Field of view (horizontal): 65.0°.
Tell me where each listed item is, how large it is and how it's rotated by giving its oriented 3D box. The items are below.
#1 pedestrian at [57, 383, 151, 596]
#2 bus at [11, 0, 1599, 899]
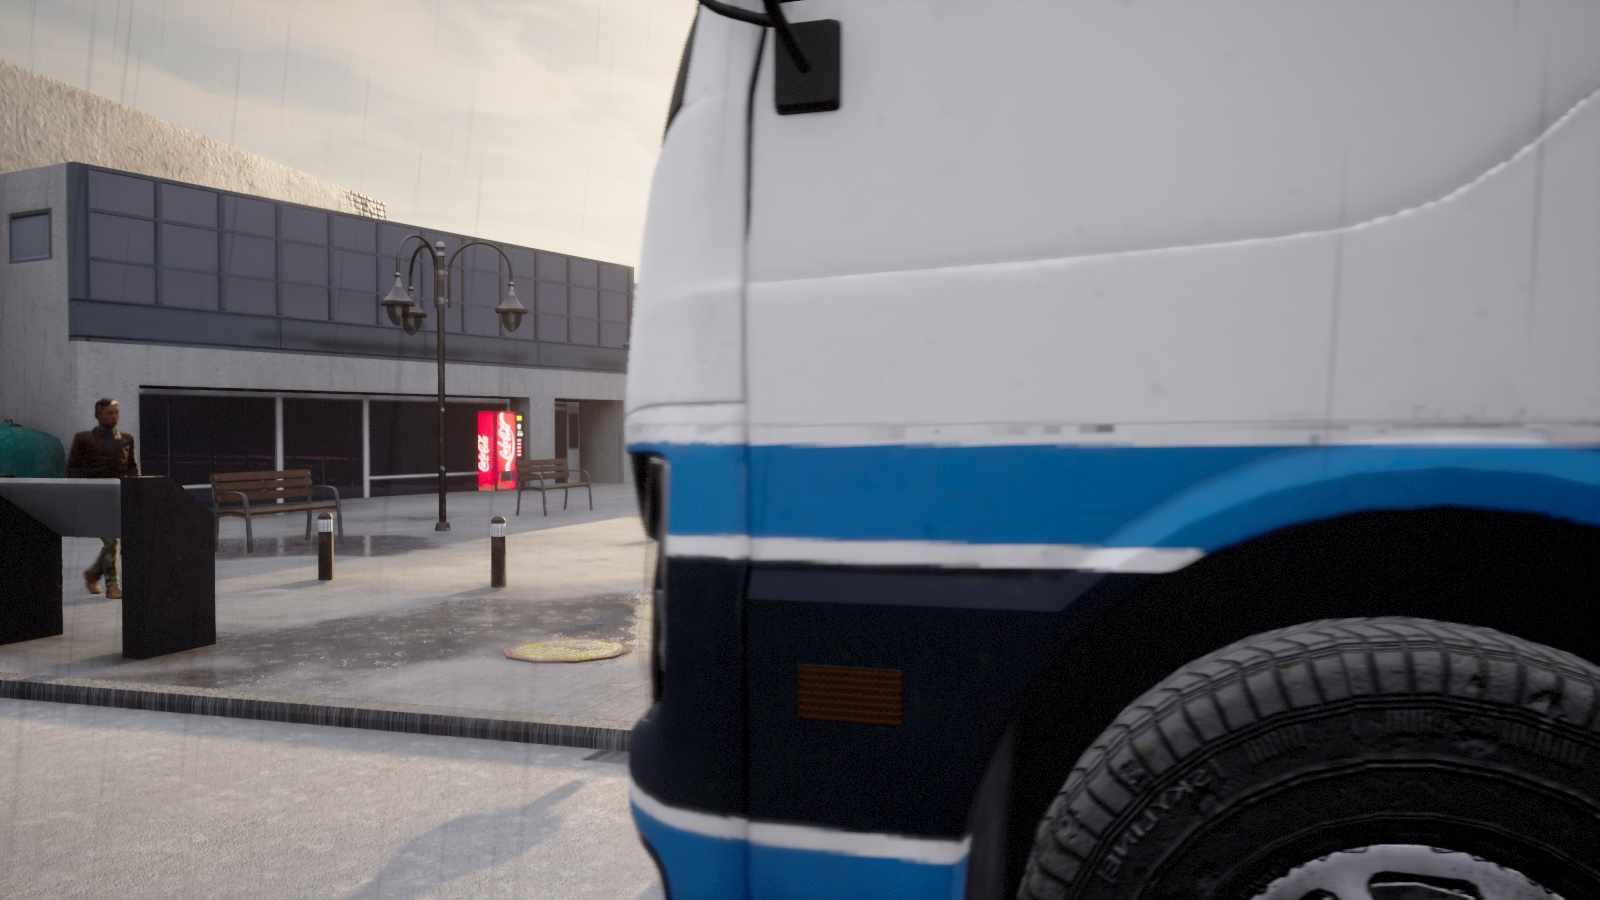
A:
[{"bbox_3d":[-6.190,0.334,11.169,0.703,1.840,0.431,1,1,31],"label":"pedestrian"},{"bbox_3d":[4.210,-0.571,2.284,10.273,4.253,3.944,1,1,19],"label":"bus"}]
